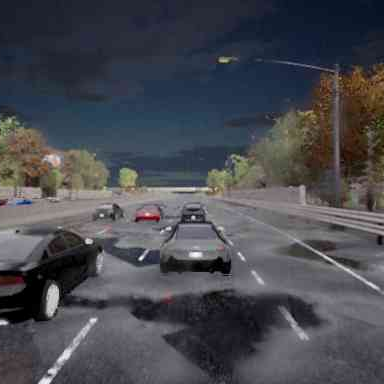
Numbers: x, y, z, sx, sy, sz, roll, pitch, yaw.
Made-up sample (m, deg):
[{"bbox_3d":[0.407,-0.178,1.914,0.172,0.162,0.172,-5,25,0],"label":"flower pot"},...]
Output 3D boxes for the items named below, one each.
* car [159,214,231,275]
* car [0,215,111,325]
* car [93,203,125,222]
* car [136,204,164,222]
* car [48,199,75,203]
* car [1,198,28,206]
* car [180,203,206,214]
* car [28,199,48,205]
[{"bbox_3d":[0.099,1.606,10.619,1.994,1.385,4.181,0,0,0],"label":"car"},{"bbox_3d":[-3.403,1.506,7.305,1.882,1.535,5.008,0,0,0],"label":"car"},{"bbox_3d":[-6.903,1.643,27.790,1.812,1.442,4.674,0,0,0],"label":"car"},{"bbox_3d":[-3.402,1.679,27.399,1.994,1.385,4.181,0,0,0],"label":"car"},{"bbox_3d":[-17.583,1.699,46.192,2.128,1.511,4.902,0,0,0],"label":"car"},{"bbox_3d":[-24.566,1.694,47.576,1.882,1.535,5.008,0,0,0],"label":"car"},{"bbox_3d":[0.097,1.617,26.802,1.837,1.490,4.892,0,0,0],"label":"car"},{"bbox_3d":[-21.069,1.711,48.195,2.128,1.511,4.902,0,0,0],"label":"car"}]
